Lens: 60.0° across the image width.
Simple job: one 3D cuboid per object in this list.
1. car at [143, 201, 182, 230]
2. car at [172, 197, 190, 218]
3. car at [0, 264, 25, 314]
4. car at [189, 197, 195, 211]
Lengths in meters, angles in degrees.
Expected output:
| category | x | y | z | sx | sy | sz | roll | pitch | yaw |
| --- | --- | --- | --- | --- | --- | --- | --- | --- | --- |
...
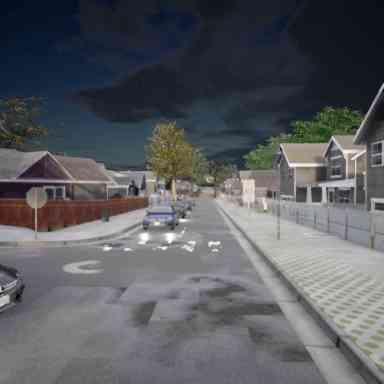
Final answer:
| category | x | y | z | sx | sy | sz | roll | pitch | yaw |
| --- | --- | --- | --- | --- | --- | --- | --- | --- | --- |
| car | -1.869 | 1.533 | 21.134 | 1.812 | 1.442 | 4.674 | 0 | 0 | 3 |
| car | -1.463 | 1.524 | 30.332 | 1.837 | 1.490 | 4.892 | 0 | 0 | 3 |
| car | -5.381 | 1.483 | 5.906 | 4.674 | 1.442 | 1.812 | 1 | 1 | 11 |
| car | -1.030 | 1.603 | 40.335 | 1.994 | 1.385 | 4.181 | 0 | 0 | 2 |
